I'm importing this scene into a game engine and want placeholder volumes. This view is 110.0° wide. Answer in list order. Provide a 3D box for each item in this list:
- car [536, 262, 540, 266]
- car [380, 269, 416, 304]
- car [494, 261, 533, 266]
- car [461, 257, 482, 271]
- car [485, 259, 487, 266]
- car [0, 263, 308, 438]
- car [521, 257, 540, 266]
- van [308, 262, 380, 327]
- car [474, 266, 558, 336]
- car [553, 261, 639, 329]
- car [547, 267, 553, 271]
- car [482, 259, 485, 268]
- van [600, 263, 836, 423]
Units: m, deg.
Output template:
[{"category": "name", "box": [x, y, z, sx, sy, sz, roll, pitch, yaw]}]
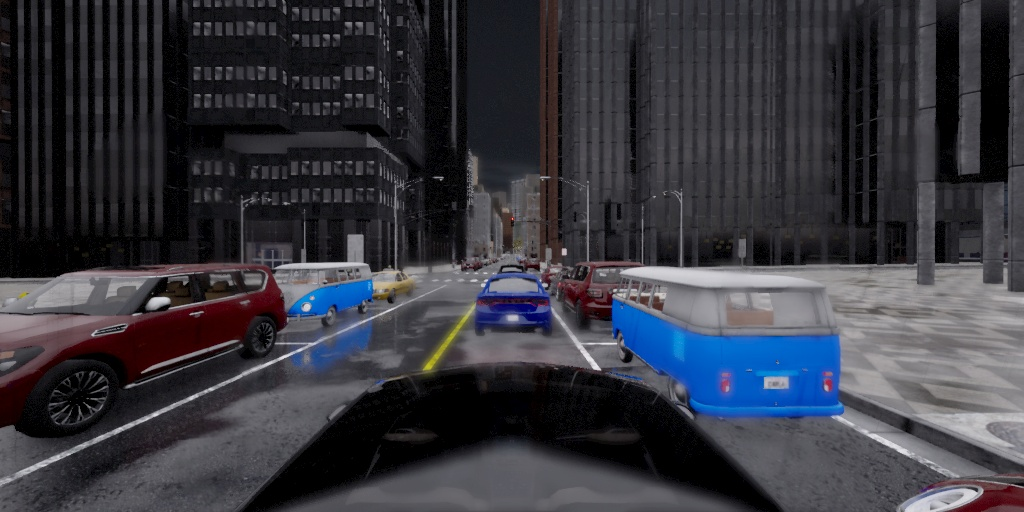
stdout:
[{"category": "car", "box": [2.766, 1.297, 22.174, 1.888, 1.381, 4.507, 0, 0, 0]}, {"category": "car", "box": [-5.761, 1.276, 16.491, 1.751, 1.417, 4.829, 0, 0, 0]}, {"category": "car", "box": [0.004, 1.257, 20.783, 1.837, 1.490, 4.892, 0, 0, 0]}, {"category": "car", "box": [-5.755, 1.084, 49.225, 2.192, 1.841, 5.009, 0, 0, 0]}, {"category": "car", "box": [-5.753, 1.348, 60.511, 1.948, 1.339, 4.313, 0, 0, 0]}, {"category": "car", "box": [-5.765, 1.064, 5.612, 2.192, 1.841, 5.009, 0, 0, 0]}, {"category": "car", "box": [2.770, 1.084, 49.214, 2.192, 1.841, 5.009, 0, 0, 0]}, {"category": "van", "box": [-5.763, 1.091, 11.137, 1.690, 1.789, 3.998, 0, 0, 0]}, {"category": "car", "box": [0.060, 1.228, 10.412, 1.882, 1.535, 5.008, 0, 0, 1]}, {"category": "car", "box": [2.767, 1.065, 11.123, 2.192, 1.841, 5.009, 0, 0, 0]}, {"category": "car", "box": [2.766, 1.301, 16.649, 2.007, 1.370, 4.403, 0, 0, 0]}, {"category": "car", "box": [-5.754, 1.090, 54.869, 2.192, 1.841, 5.009, 0, 0, 0]}, {"category": "van", "box": [2.767, 1.091, 5.598, 1.690, 1.789, 3.998, 0, 0, 0]}]
